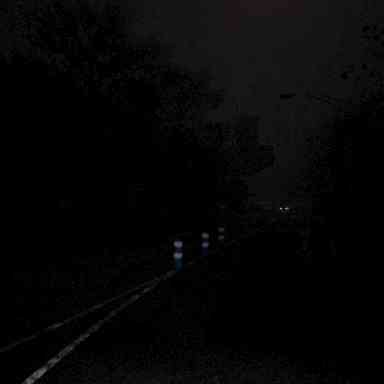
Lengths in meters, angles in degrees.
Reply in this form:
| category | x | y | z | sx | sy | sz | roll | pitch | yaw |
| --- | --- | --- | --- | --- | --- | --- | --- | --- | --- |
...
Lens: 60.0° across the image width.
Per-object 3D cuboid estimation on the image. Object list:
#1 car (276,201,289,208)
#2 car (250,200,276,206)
| category | x | y | z | sx | sy | sz | roll | pitch | yaw |
| --- | --- | --- | --- | --- | --- | --- | --- | --- | --- |
| car | 20.416 | 2.733 | 73.519 | 2.033 | 1.411 | 5.357 | 0 | -1 | 19 |
| car | 19.850 | 3.276 | 93.063 | 5.366 | 1.575 | 1.946 | 0 | -2 | 19 |
